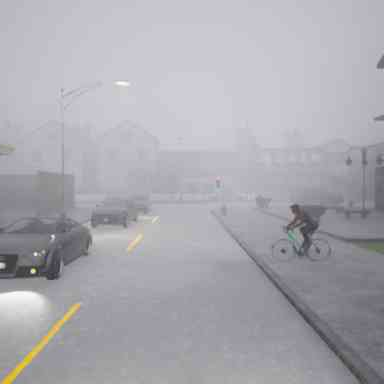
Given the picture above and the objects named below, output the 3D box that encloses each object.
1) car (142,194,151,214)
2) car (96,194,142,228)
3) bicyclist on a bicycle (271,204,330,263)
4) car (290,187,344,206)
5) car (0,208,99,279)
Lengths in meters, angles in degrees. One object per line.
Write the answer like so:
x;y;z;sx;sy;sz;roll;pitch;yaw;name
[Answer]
-4.408;0.966;27.049;1.837;1.490;4.892;0;1;-1;car
-4.356;1.089;19.263;1.882;1.535;5.008;0;1;-1;car
3.001;1.155;9.164;1.656;1.620;0.582;0;1;-1;bicyclist on a bicycle
13.506;0.460;36.179;5.566;2.045;2.150;0;1;1;car
-4.218;1.380;9.228;1.994;1.385;4.181;0;1;-1;car
